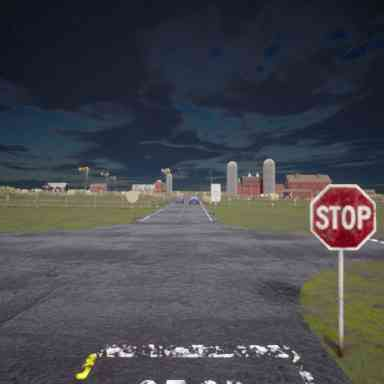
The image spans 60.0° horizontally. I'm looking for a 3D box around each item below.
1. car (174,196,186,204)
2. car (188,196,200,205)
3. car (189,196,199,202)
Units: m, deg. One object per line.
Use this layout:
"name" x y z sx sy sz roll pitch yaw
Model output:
"car" -2.341 1.526 65.600 1.837 1.490 4.892 0 0 0
"car" 0.379 1.545 60.547 1.812 1.442 4.674 0 0 0
"car" 0.441 1.500 70.616 1.895 1.301 4.718 0 0 0
